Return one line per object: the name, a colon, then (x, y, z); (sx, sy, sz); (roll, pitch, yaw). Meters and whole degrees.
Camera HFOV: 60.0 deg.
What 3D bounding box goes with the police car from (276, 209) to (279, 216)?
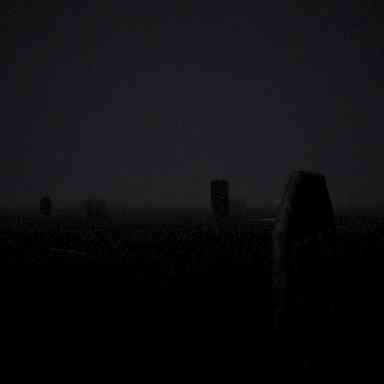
police car: (11.095, 2.065, 37.635); (1.930, 1.638, 5.238); (-2, -2, 35)
